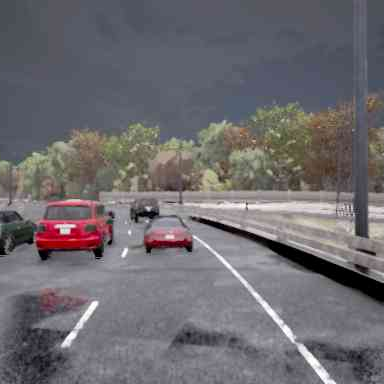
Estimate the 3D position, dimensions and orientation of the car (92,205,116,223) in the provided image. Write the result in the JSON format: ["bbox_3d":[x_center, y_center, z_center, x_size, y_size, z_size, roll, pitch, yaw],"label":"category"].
[{"bbox_3d":[-7.834,1.923,29.474,1.895,1.301,4.718,0,-1,-16],"label":"car"}]

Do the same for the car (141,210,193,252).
[{"bbox_3d":[-1.140,1.724,14.823,1.994,1.385,4.181,0,-1,-8],"label":"car"}]

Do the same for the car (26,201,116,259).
[{"bbox_3d":[-4.459,1.373,13.414,2.150,2.045,5.566,0,0,-8],"label":"car"}]

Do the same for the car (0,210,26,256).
[{"bbox_3d":[-8.067,1.508,13.835,2.097,1.767,4.553,0,-1,-8],"label":"car"}]

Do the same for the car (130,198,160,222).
[{"bbox_3d":[-4.269,1.546,29.773,2.150,2.045,5.566,0,0,-16],"label":"car"}]

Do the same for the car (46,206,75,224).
[{"bbox_3d":[-11.211,1.917,28.557,1.895,1.301,4.718,0,-1,-16],"label":"car"}]
